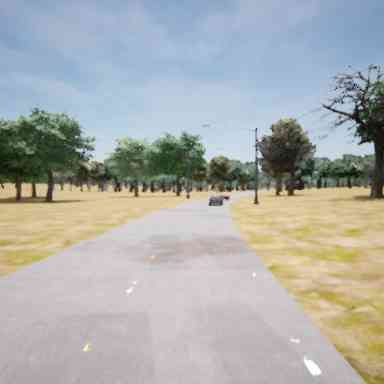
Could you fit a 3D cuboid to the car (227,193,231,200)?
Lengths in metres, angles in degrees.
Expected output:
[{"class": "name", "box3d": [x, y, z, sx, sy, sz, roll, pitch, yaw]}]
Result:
[{"class": "car", "box3d": [6.505, 0.852, 65.062, 1.895, 1.301, 4.718, 0, 1, 11]}]

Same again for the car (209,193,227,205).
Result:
[{"class": "car", "box3d": [3.443, 1.007, 46.627, 2.128, 1.511, 4.902, 0, 1, 8]}]
